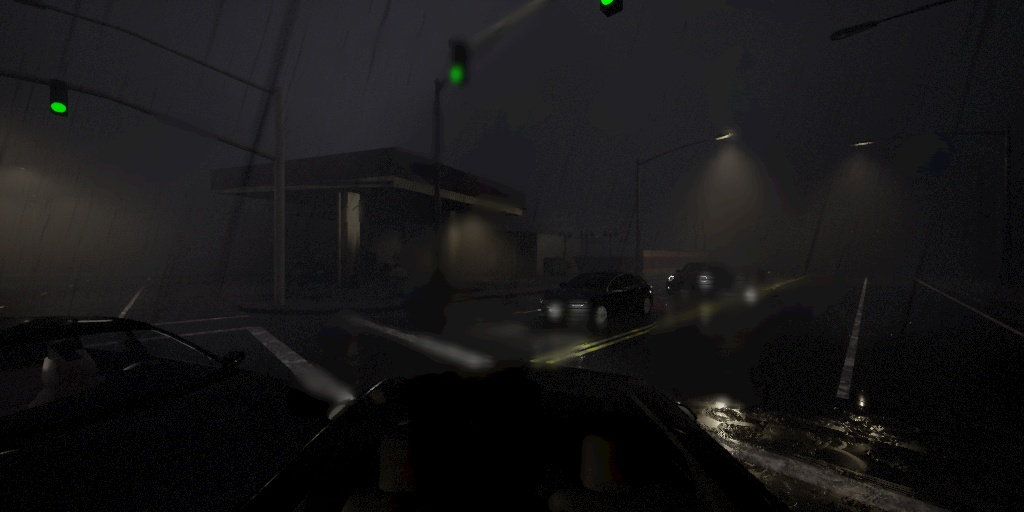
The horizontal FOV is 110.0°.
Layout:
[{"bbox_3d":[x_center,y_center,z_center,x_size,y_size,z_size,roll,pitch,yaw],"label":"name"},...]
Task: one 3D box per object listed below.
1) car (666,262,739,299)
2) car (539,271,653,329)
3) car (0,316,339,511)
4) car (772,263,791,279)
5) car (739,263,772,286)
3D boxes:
[{"bbox_3d":[9.698,1.102,18.384,4.553,1.767,2.097,0,0,-45],"label":"car"},{"bbox_3d":[2.867,1.255,11.530,1.837,1.490,4.892,0,0,45],"label":"car"},{"bbox_3d":[-3.424,1.242,2.505,4.902,1.511,2.128,0,0,15],"label":"car"},{"bbox_3d":[23.741,1.314,32.365,4.181,1.385,1.994,0,0,-45],"label":"car"},{"bbox_3d":[16.616,1.314,25.303,1.994,1.385,4.181,0,0,44],"label":"car"}]
